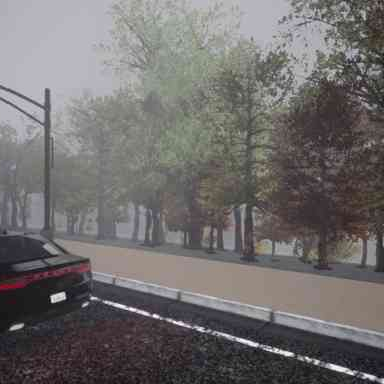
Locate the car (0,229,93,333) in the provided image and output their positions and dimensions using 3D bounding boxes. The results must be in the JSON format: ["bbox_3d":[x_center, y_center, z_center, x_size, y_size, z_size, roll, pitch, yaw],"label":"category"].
[{"bbox_3d":[-4.086,1.477,6.570,5.008,1.535,1.882,0,0,35],"label":"car"}]
